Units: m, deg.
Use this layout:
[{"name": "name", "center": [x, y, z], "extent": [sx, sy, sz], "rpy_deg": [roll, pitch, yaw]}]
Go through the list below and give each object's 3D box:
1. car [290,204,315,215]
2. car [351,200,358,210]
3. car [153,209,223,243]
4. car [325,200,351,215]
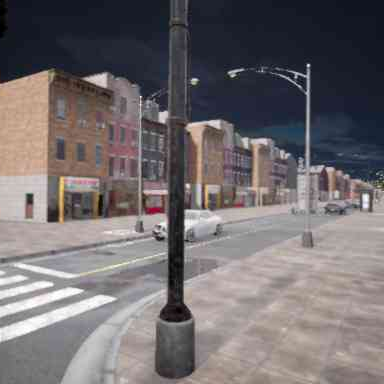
[{"name": "car", "center": [12.558, 1.883, 37.458], "extent": [1.895, 1.301, 4.718], "rpy_deg": [0, 0, 32]}, {"name": "car", "center": [23.964, 1.932, 50.489], "extent": [2.128, 1.511, 4.902], "rpy_deg": [0, 0, 32]}, {"name": "car", "center": [-0.023, 1.621, 16.971], "extent": [1.812, 1.442, 4.674], "rpy_deg": [0, 0, 31]}, {"name": "car", "center": [16.768, 1.811, 38.736], "extent": [2.128, 1.511, 4.902], "rpy_deg": [0, -1, 31]}]
